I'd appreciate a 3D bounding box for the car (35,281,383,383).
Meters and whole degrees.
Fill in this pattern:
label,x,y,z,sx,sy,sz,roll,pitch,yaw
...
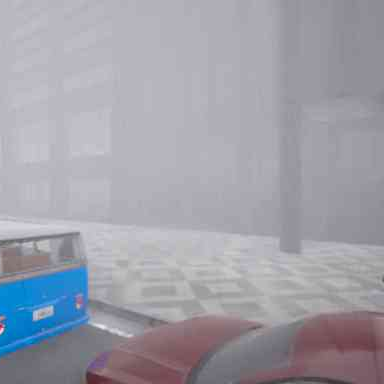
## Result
label,x,y,z,sx,sy,sz,roll,pitch,yaw
car,1.129,1.545,2.160,4.507,1.381,1.887,0,0,35

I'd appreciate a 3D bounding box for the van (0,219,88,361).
label,x,y,z,sx,sy,sz,roll,pitch,yaw
van,-3.438,1.341,5.415,3.998,1.788,1.690,0,0,35
